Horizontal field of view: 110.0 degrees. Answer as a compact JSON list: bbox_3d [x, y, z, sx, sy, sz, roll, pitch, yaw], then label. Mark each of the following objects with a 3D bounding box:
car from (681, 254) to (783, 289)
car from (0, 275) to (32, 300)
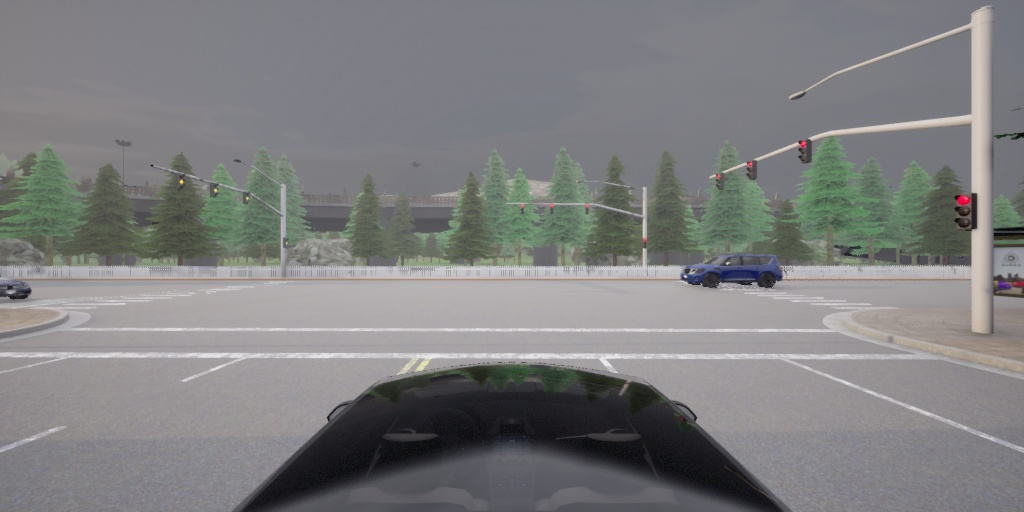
[{"bbox_3d":[13.477,0.916,22.104,5.566,2.045,2.150,0,0,0],"label":"car"},{"bbox_3d":[-23.171,1.221,14.920,4.674,1.442,1.812,0,0,0],"label":"car"}]
